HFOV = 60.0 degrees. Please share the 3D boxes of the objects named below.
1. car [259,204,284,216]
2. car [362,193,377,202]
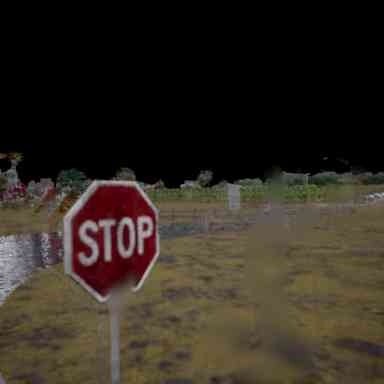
[{"bbox_3d":[10.831,2.345,45.239,2.128,1.511,4.902,-2,-1,38],"label":"car"},{"bbox_3d":[43.784,1.464,82.709,2.097,1.767,4.553,-2,0,37],"label":"car"}]
